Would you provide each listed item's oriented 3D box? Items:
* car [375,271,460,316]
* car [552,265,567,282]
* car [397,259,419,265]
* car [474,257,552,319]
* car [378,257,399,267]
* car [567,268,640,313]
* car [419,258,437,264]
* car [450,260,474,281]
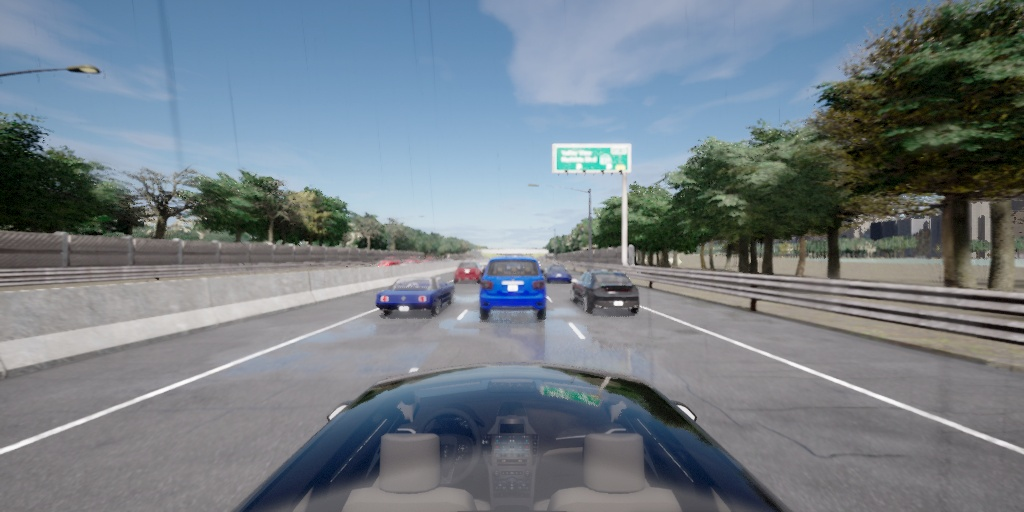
[{"bbox_3d":[-3.436,1.417,13.740,1.895,1.301,4.718,0,0,1],"label":"car"},{"bbox_3d":[3.647,1.443,29.437,1.994,1.385,4.181,0,0,1],"label":"car"},{"bbox_3d":[-17.148,1.595,60.127,1.895,1.301,4.718,0,0,1],"label":"car"},{"bbox_3d":[0.056,1.036,13.253,2.150,2.045,5.566,0,0,1],"label":"car"},{"bbox_3d":[-20.628,1.217,60.751,2.150,2.045,5.566,0,0,1],"label":"car"},{"bbox_3d":[3.571,1.324,14.338,1.837,1.490,4.892,0,0,1],"label":"car"},{"bbox_3d":[-13.655,1.519,60.097,1.812,1.442,4.674,0,0,1],"label":"car"},{"bbox_3d":[-3.357,1.229,29.228,2.097,1.767,4.553,0,0,1],"label":"car"}]
